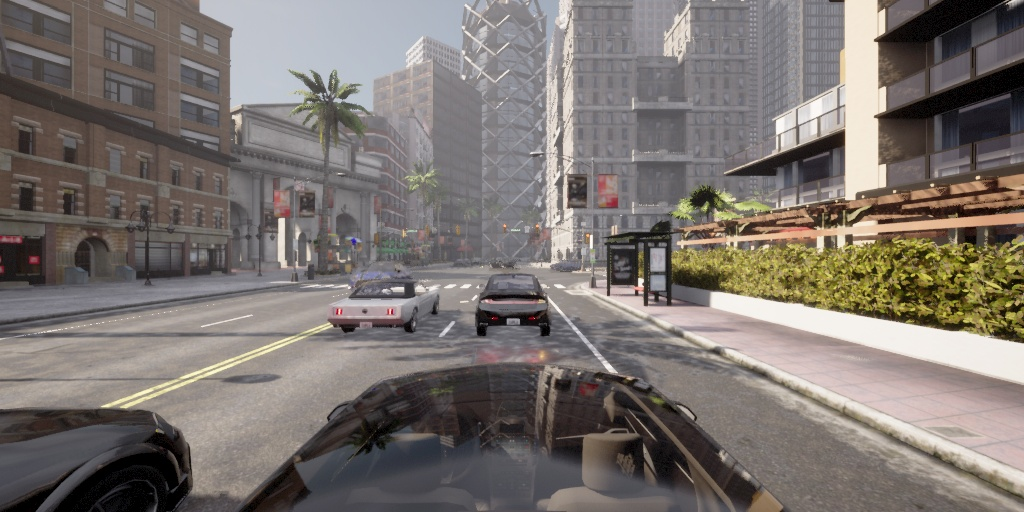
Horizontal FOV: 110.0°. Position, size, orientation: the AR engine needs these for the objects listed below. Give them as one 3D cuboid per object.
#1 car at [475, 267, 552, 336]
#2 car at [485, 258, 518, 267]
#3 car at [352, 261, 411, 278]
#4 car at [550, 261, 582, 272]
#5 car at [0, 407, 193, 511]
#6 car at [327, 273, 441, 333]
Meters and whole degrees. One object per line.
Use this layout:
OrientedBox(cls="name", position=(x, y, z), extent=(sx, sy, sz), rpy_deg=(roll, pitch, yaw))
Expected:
OrientedBox(cls="car", position=(0.041, 1.242, 10.370), extent=(2.128, 1.511, 4.902), rpy_deg=(0, 0, 0))
OrientedBox(cls="car", position=(-1.605, 1.255, 55.249), extent=(1.837, 1.490, 4.892), rpy_deg=(-3, 2, -41))
OrientedBox(cls="car", position=(-7.083, 1.102, 19.857), extent=(2.097, 1.767, 4.553), rpy_deg=(0, 0, 0))
OrientedBox(cls="car", position=(7.018, 1.314, 46.209), extent=(4.181, 1.385, 1.994), rpy_deg=(0, 0, -4))
OrientedBox(cls="car", position=(-3.392, 1.314, 0.930), extent=(1.994, 1.385, 4.181), rpy_deg=(0, 0, 0))
OrientedBox(cls="car", position=(-3.457, 1.351, 10.750), extent=(1.895, 1.301, 4.718), rpy_deg=(0, 0, 0))
